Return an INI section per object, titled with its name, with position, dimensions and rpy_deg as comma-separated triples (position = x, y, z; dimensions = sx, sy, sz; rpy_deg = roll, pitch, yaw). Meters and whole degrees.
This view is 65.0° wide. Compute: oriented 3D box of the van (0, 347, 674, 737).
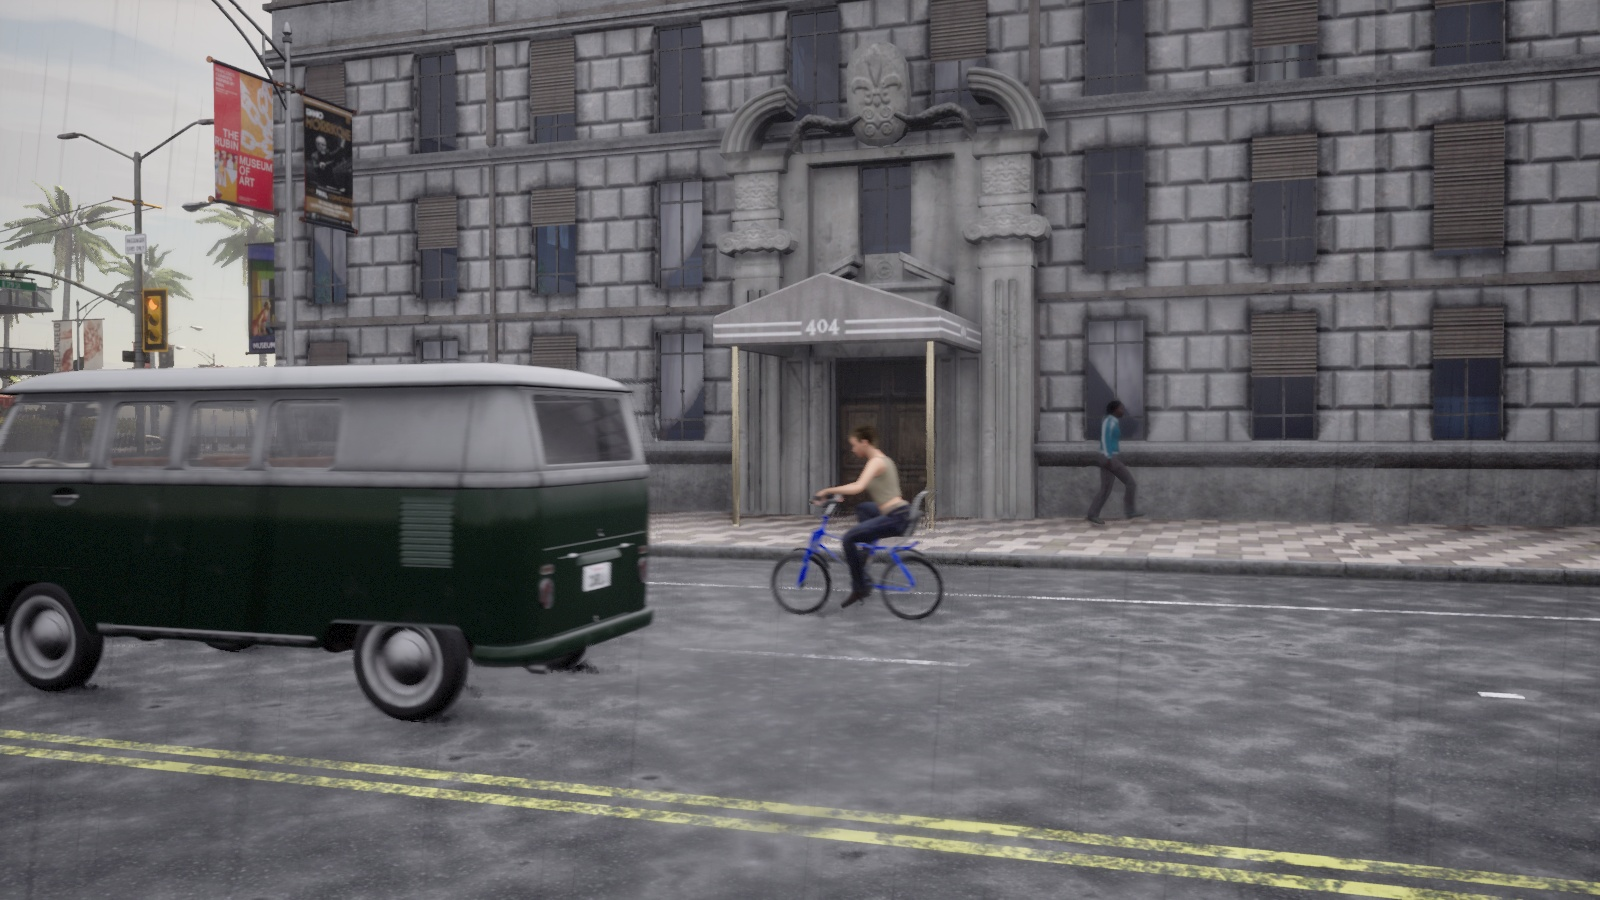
[van]
position = -3.203, 0.440, 7.942
dimensions = 4.442, 1.987, 1.775
rpy_deg = 1, 1, 18

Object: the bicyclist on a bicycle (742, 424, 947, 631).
[bicyclist on a bicycle]
position = 0.382, 0.597, 10.437
dimensions = 1.509, 1.612, 0.866
rpy_deg = 1, 1, 19

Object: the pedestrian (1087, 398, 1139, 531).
[pedestrian]
position = 4.586, 0.206, 18.417
dimensions = 0.692, 1.930, 0.396
rpy_deg = 0, 1, 10
